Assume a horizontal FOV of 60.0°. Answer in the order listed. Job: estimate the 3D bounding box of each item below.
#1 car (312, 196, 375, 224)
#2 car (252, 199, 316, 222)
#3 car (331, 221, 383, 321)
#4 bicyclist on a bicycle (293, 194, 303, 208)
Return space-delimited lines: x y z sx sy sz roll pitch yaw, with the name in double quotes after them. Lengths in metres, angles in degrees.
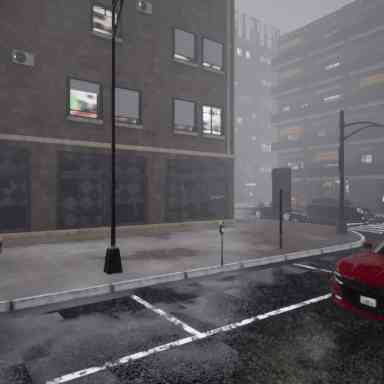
10.293 1.187 23.426 2.097 1.767 4.553 0 1 -39 "car"
6.302 1.342 24.208 2.008 1.369 4.403 1 0 -36 "car"
4.837 1.477 6.731 5.008 1.535 1.882 0 0 -35 "car"
11.563 1.011 36.223 1.656 1.620 0.582 0 1 -36 "bicyclist on a bicycle"
